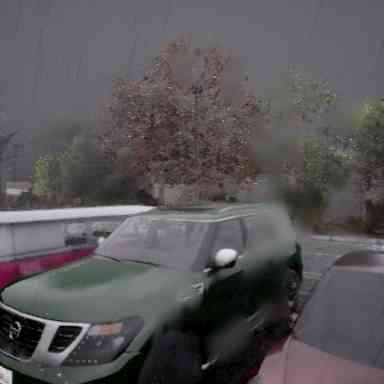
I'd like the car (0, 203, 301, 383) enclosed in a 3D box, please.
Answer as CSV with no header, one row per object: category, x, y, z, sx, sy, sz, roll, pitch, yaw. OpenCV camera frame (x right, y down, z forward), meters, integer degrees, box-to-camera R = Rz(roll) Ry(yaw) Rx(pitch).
car,-0.033,1.240,5.133,2.435,2.045,5.566,-1,-1,35

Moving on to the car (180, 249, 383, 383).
car,2.210,1.510,3.534,2.163,1.488,4.792,0,0,35
